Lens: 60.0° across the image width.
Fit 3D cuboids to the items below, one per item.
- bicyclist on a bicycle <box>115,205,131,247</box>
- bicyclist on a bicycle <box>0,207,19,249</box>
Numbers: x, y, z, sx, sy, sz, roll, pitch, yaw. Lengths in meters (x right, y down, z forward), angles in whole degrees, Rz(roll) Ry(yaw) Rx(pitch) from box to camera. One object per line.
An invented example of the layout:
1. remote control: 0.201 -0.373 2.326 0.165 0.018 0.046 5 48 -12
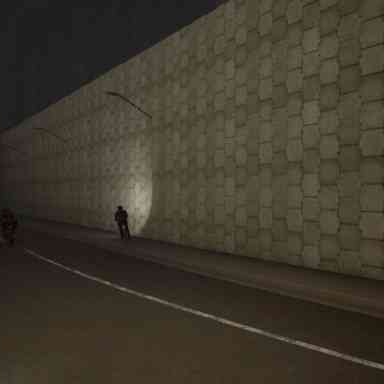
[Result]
1. bicyclist on a bicycle: -2.763 1.367 13.421 0.582 1.620 1.656 -11 4 -13
2. bicyclist on a bicycle: -7.361 1.437 13.309 1.656 1.620 0.582 -3 -2 34
